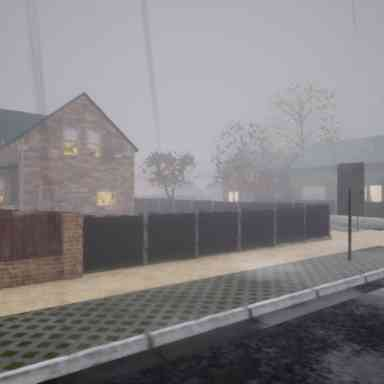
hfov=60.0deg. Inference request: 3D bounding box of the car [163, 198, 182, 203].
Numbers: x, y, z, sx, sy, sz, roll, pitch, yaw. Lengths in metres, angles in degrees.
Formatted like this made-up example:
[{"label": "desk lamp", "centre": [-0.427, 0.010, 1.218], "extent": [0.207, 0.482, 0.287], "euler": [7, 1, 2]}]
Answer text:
[{"label": "car", "centre": [-1.931, 1.364, 35.773], "extent": [1.837, 1.490, 4.892], "euler": [1, 0, -37]}]
